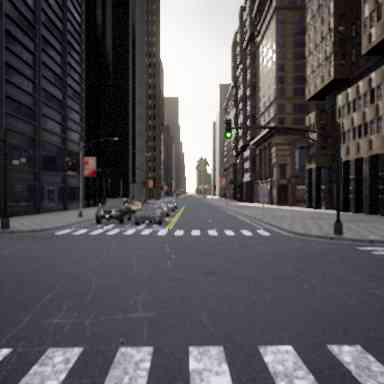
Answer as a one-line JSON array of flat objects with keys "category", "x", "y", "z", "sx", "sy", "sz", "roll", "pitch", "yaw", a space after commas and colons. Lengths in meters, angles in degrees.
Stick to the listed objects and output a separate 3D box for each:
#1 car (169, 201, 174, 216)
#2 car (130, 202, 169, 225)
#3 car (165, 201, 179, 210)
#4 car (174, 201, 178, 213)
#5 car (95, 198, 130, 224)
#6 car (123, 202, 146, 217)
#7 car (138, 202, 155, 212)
[{"category": "car", "x": -3.334, "y": 1.946, "z": 35.961, "sx": 1.812, "sy": 1.442, "sz": 4.674, "roll": 0, "pitch": -1, "yaw": 0}, {"category": "car", "x": -3.335, "y": 1.673, "z": 26.982, "sx": 2.097, "sy": 1.767, "sz": 4.553, "roll": 0, "pitch": -1, "yaw": 0}, {"category": "car", "x": -3.294, "y": 2.193, "z": 56.401, "sx": 2.033, "sy": 1.411, "sz": 5.357, "roll": 0, "pitch": -1, "yaw": 1}, {"category": "car", "x": -3.338, "y": 2.095, "z": 45.985, "sx": 1.994, "sy": 1.385, "sz": 4.181, "roll": 0, "pitch": -1, "yaw": -1}, {"category": "car", "x": -6.586, "y": 1.562, "z": 28.594, "sx": 2.150, "sy": 2.045, "sz": 5.566, "roll": 0, "pitch": -1, "yaw": 0}, {"category": "car", "x": -6.574, "y": 1.928, "z": 38.595, "sx": 1.882, "sy": 1.535, "sz": 5.008, "roll": 0, "pitch": -1, "yaw": 0}, {"category": "car", "x": -6.576, "y": 2.124, "z": 48.484, "sx": 1.994, "sy": 1.385, "sz": 4.181, "roll": 0, "pitch": -1, "yaw": 0}]
